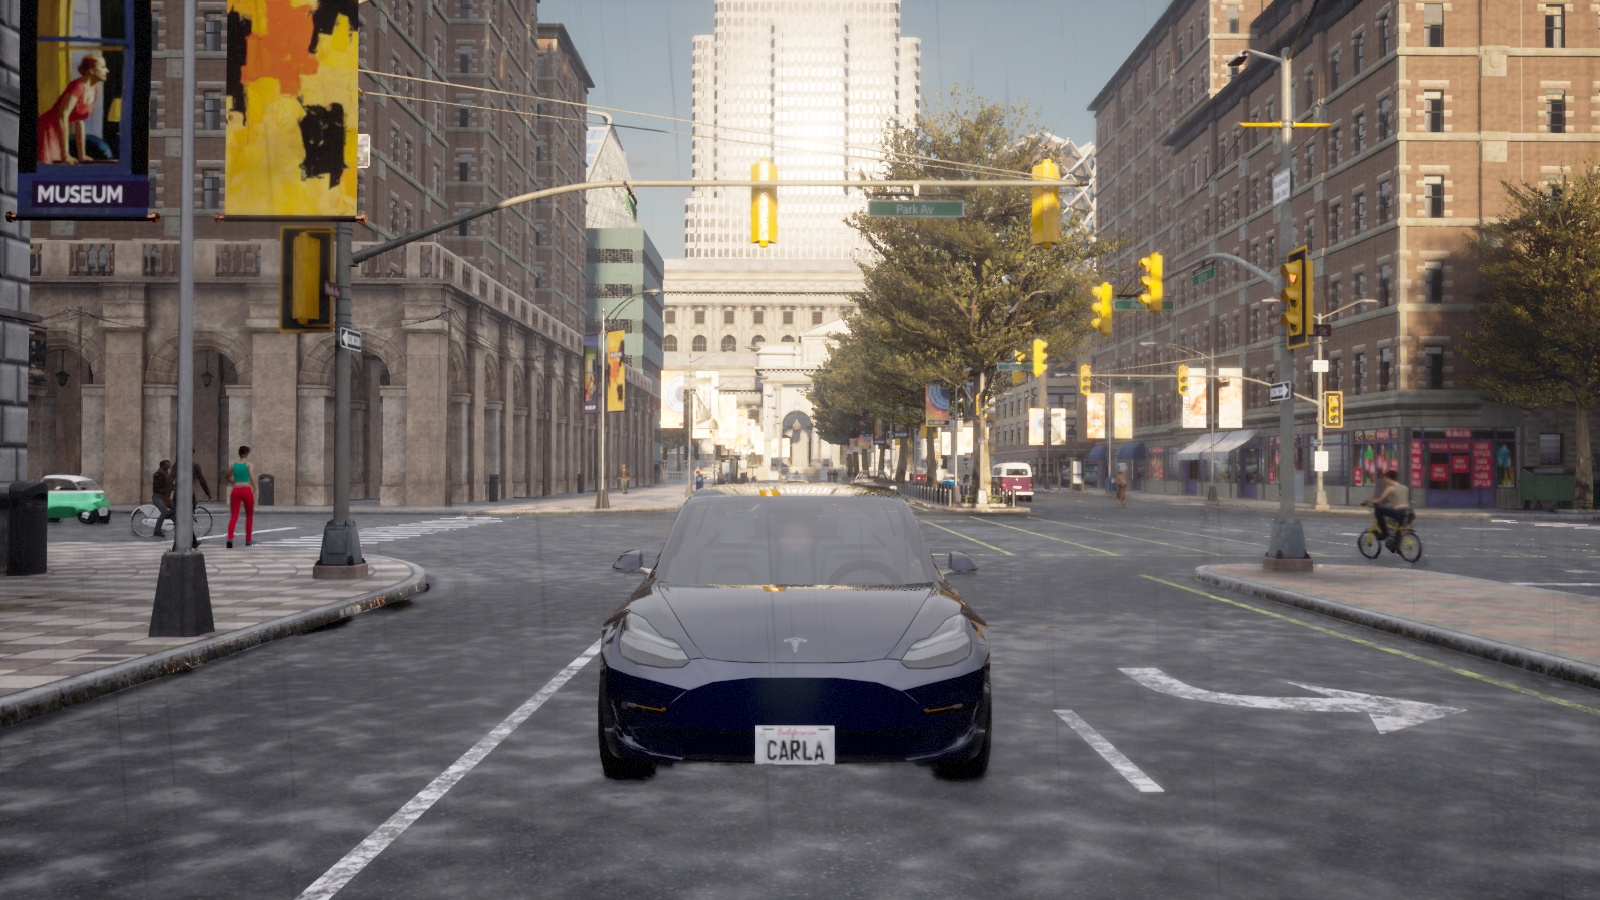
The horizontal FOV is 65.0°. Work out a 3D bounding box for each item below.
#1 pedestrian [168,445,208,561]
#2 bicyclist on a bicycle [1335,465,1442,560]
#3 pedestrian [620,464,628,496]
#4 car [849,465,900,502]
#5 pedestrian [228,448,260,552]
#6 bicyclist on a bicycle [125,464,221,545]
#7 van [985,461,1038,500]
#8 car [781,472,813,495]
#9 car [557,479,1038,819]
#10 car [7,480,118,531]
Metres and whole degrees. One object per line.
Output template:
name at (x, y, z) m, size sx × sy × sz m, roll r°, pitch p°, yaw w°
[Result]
pedestrian at (-9.926, 0.852, 20.379) m, size 0.331 × 1.846 × 0.634 m, roll 0°, pitch -1°, yaw 2°
bicyclist on a bicycle at (10.386, 1.082, 22.216) m, size 0.866 × 1.612 × 1.509 m, roll -1°, pitch -1°, yaw -18°
pedestrian at (-10.228, 1.737, 73.125) m, size 0.376 × 1.854 × 0.720 m, roll 0°, pitch -1°, yaw 0°
car at (3.435, 1.566, 58.898) m, size 2.152 × 1.651 × 5.027 m, roll 0°, pitch -1°, yaw 1°
pedestrian at (-9.962, 0.888, 22.508) m, size 0.345 × 1.836 × 0.594 m, roll 0°, pitch -1°, yaw -4°
bicyclist on a bicycle at (-14.120, 1.216, 28.301) m, size 1.843 × 1.776 × 0.659 m, roll 0°, pitch -1°, yaw 0°
van at (11.336, 1.627, 67.693) m, size 2.069 × 2.038 × 4.480 m, roll 0°, pitch -1°, yaw 0°
car at (-0.205, 2.240, 85.078) m, size 2.163 × 1.488 × 4.792 m, roll 0°, pitch -1°, yaw 0°
car at (-0.020, 0.950, 8.059) m, size 2.163 × 1.488 × 4.792 m, roll 0°, pitch -1°, yaw 0°
car at (-20.665, 1.542, 35.246) m, size 2.207 × 1.376 × 1.481 m, roll 0°, pitch -1°, yaw 0°
